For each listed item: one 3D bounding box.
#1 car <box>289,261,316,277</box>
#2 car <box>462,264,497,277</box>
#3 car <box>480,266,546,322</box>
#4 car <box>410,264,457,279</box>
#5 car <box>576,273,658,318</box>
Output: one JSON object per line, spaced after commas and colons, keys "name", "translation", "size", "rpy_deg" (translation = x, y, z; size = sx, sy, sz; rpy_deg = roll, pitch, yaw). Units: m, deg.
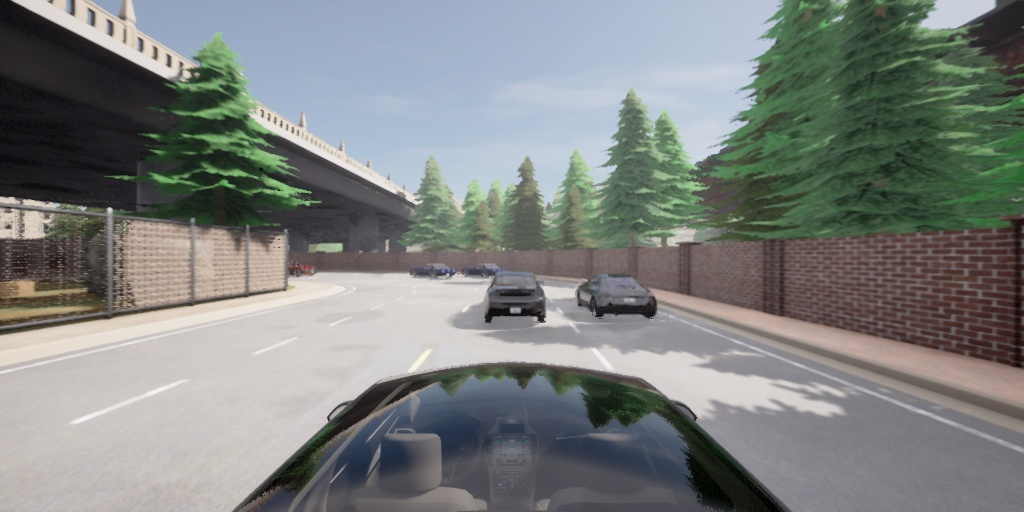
{"name": "car", "translation": [-21.419, 1.232, 34.630], "size": [5.008, 1.535, 1.882], "rpy_deg": [0, 0, 13]}
{"name": "car", "translation": [-2.679, 1.356, 33.408], "size": [1.895, 1.301, 4.718], "rpy_deg": [0, 0, -43]}
{"name": "car", "translation": [0.087, 1.257, 12.330], "size": [1.837, 1.490, 4.892], "rpy_deg": [0, 0, 0]}
{"name": "car", "translation": [-7.303, 1.356, 32.764], "size": [4.718, 1.301, 1.895], "rpy_deg": [0, 0, 40]}
{"name": "car", "translation": [3.582, 1.316, 12.960], "size": [1.994, 1.385, 4.181], "rpy_deg": [0, 0, 0]}
